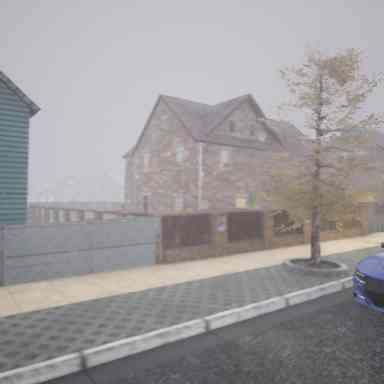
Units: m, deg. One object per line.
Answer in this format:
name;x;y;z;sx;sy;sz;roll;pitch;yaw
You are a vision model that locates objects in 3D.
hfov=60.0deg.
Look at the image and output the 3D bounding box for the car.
car;5.270;1.483;6.823;5.008;1.535;1.882;0;0;-35
